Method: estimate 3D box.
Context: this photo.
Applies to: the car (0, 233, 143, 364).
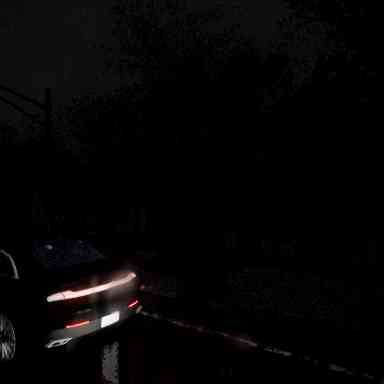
[{"bbox_3d":[-3.069,1.491,5.864,4.902,1.511,2.128,0,0,35],"label":"car"}]
